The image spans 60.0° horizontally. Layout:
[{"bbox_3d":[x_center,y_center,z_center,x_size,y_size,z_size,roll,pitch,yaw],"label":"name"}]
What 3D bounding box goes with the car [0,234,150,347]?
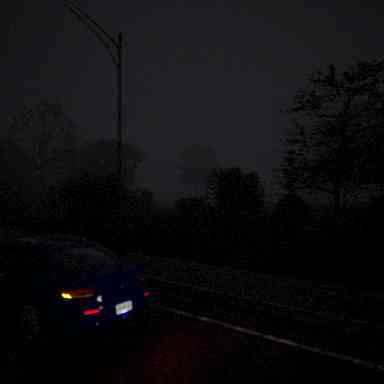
[{"bbox_3d":[-2.817,1.536,6.316,4.674,1.442,1.812,0,0,38],"label":"car"}]
